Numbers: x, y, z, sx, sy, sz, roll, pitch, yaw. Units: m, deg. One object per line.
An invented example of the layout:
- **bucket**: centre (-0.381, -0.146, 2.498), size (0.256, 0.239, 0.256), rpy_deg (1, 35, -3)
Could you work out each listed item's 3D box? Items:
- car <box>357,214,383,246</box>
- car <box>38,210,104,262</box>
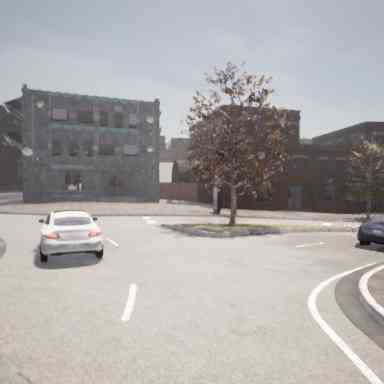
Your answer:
- **car**: centre (8.688, 1.572, 13.554), size (4.181, 1.385, 1.994), rpy_deg (3, -1, -31)
- **car**: centre (-4.214, 1.345, 11.469), size (1.812, 1.442, 4.674), rpy_deg (0, 1, -23)
